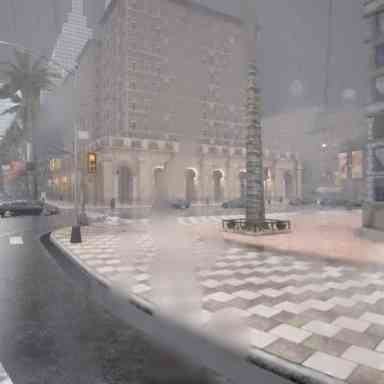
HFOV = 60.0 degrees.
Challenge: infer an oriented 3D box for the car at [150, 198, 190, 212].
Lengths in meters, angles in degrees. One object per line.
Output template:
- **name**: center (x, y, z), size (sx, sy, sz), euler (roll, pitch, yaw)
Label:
- **car**: center (-2.576, 1.492, 39.399), size (4.902, 1.511, 2.128), euler (0, 0, -28)

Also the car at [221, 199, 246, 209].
- **car**: center (5.973, 1.564, 44.336), size (4.181, 1.385, 1.994), euler (0, 0, -29)

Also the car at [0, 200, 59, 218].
- **car**: center (-14.446, 1.505, 29.588), size (4.892, 1.490, 1.837), euler (0, 1, -11)

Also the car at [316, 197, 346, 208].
- **car**: center (21.102, 1.492, 48.934), size (4.902, 1.511, 2.128), euler (0, 0, -30)

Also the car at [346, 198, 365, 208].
- **car**: center (24.549, 1.546, 46.797), size (5.357, 1.411, 2.033), euler (0, 0, -31)

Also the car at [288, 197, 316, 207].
- **car**: center (16.827, 1.499, 50.609), size (4.892, 1.490, 1.837), euler (-2, 1, -30)
